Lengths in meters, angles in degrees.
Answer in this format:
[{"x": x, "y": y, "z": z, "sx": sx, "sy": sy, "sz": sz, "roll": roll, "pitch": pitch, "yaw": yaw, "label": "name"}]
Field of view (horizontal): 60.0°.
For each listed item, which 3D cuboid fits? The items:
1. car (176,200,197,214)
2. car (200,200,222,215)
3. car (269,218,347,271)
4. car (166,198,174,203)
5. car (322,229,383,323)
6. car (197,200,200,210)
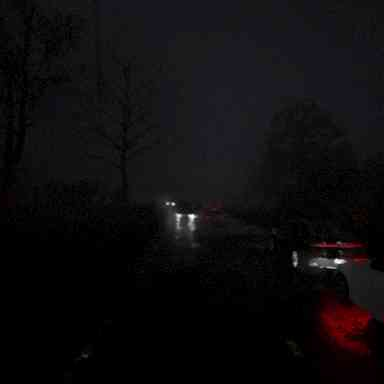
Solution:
[{"x": -0.781, "y": 1.756, "z": 38.755, "sx": 1.837, "sy": 1.490, "sz": 4.892, "roll": 1, "pitch": 0, "yaw": -3, "label": "car"}, {"x": 2.329, "y": 1.774, "z": 38.735, "sx": 1.882, "sy": 1.535, "sz": 5.008, "roll": 1, "pitch": -1, "yaw": -2, "label": "car"}, {"x": 3.966, "y": 1.641, "z": 11.340, "sx": 1.837, "sy": 1.490, "sz": 4.892, "roll": 1, "pitch": 0, "yaw": 0, "label": "car"}, {"x": -5.682, "y": 2.115, "z": 85.782, "sx": 1.895, "sy": 1.301, "sz": 4.718, "roll": 1, "pitch": 0, "yaw": -9, "label": "car"}, {"x": 3.935, "y": 1.621, "z": 5.311, "sx": 1.812, "sy": 1.442, "sz": 4.674, "roll": 1, "pitch": 0, "yaw": 1, "label": "car"}, {"x": 1.561, "y": 1.890, "z": 50.040, "sx": 1.812, "sy": 1.442, "sz": 4.674, "roll": 1, "pitch": 0, "yaw": -5, "label": "car"}]
